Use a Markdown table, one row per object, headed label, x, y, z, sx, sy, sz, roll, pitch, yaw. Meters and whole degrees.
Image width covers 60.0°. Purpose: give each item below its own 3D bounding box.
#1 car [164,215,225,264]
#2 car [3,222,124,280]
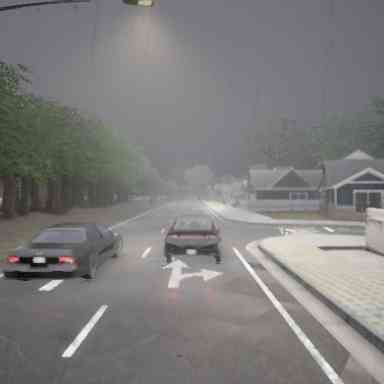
| label | x | y | z | sx | sy | sz | roll | pitch | yaw |
| --- | --- | --- | --- | --- | --- | --- | --- | --- | --- |
| car | 0.169 | 1.578 | 12.301 | 2.128 | 1.511 | 4.902 | 0 | 0 | 4 |
| car | -3.487 | 1.623 | 10.134 | 2.033 | 1.411 | 5.357 | 0 | 0 | 0 |
